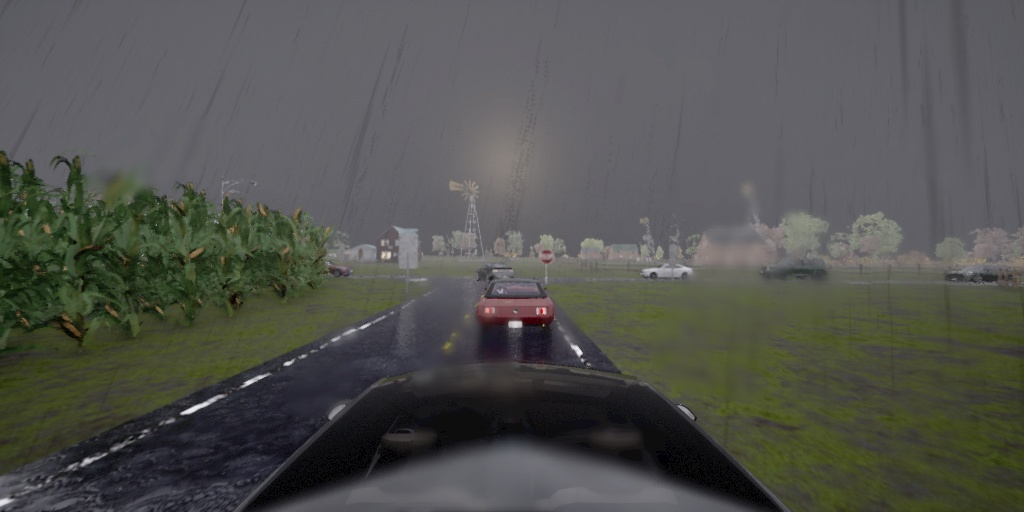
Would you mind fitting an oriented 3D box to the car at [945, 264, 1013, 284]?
[{"bbox_3d":[42.997,1.590,33.007,4.553,1.767,2.097,1,-1,0],"label":"car"}]

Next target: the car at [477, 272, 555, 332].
[{"bbox_3d":[0.098,1.327,10.727,1.895,1.301,4.718,0,0,0],"label":"car"}]

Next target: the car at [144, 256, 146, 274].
[{"bbox_3d":[-27.647,0.542,29.735,5.566,2.045,2.150,1,-1,-1],"label":"car"}]

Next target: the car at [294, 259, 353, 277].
[{"bbox_3d":[-15.671,0.997,29.797,4.674,1.442,1.812,1,-1,0],"label":"car"}]

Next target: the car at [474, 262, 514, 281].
[{"bbox_3d":[-1.339,1.178,25.898,2.128,1.511,4.902,0,0,-20],"label":"car"}]

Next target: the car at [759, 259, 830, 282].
[{"bbox_3d":[25.920,1.253,32.963,5.566,2.045,2.150,1,-1,0],"label":"car"}]

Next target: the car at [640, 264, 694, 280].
[{"bbox_3d":[14.193,1.410,32.898,4.674,1.442,1.812,1,-1,0],"label":"car"}]
